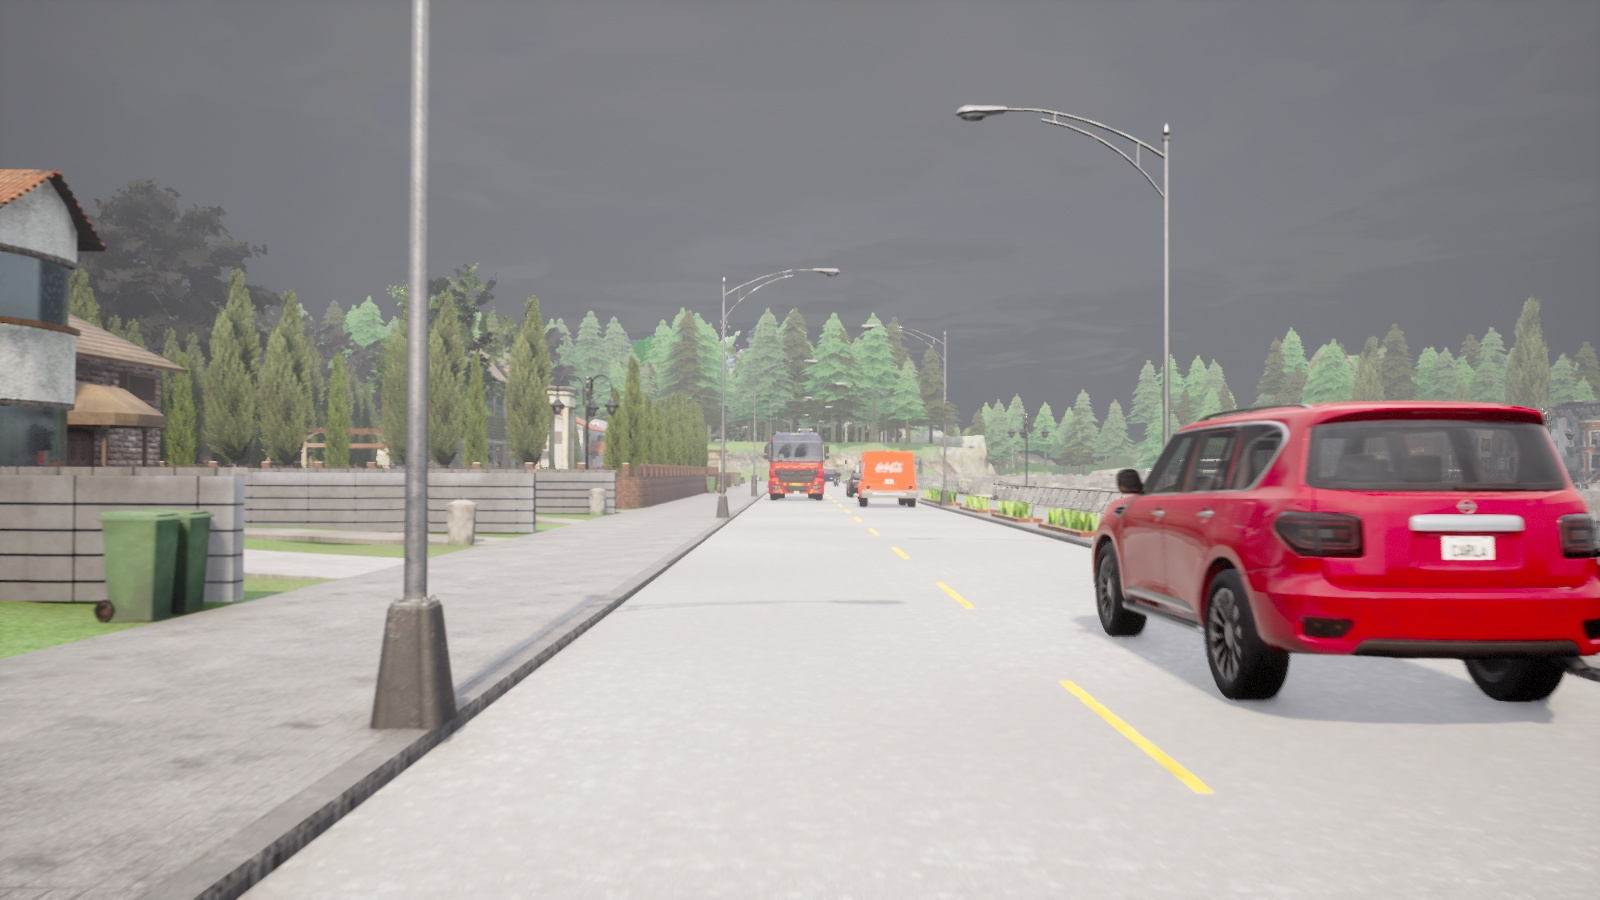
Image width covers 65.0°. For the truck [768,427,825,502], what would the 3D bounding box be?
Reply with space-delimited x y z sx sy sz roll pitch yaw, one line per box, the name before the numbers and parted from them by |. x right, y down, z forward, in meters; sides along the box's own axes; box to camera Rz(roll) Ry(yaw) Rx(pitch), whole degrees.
truck | -0.171 0.797 68.464 2.891 3.827 8.468 0 -1 0

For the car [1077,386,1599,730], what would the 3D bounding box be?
car | 3.974 0.690 10.284 2.150 2.045 5.566 0 -1 0

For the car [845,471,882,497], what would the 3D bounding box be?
car | 3.816 2.018 75.974 2.007 1.525 4.514 0 -1 0

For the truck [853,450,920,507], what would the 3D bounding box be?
truck | 3.860 1.265 56.926 2.627 2.467 5.204 0 -1 0
